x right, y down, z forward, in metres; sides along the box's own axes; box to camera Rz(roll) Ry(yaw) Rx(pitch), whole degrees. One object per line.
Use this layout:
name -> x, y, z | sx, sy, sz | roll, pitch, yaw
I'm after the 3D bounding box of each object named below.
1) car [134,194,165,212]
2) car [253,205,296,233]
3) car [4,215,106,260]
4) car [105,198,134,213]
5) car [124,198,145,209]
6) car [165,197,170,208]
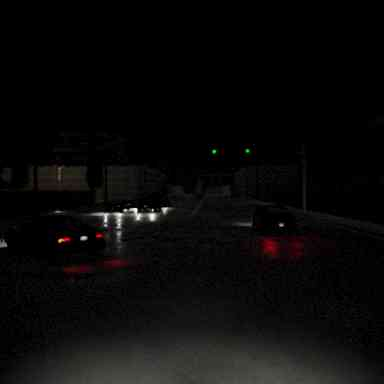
car -> -4.913, 1.206, 39.051 | 2.150, 2.045, 5.566 | 0, 0, 3
car -> 4.719, 1.493, 19.419 | 1.812, 1.442, 4.674 | 0, 0, 3
car -> -5.400, 1.592, 12.745 | 5.357, 1.411, 2.033 | 0, 0, 44
car -> -8.461, 1.539, 38.214 | 1.812, 1.442, 4.674 | 0, 0, 3
car -> -8.008, 1.550, 46.954 | 1.994, 1.385, 4.181 | 0, 0, 4
car -> -4.402, 1.432, 48.818 | 1.882, 1.535, 5.008 | 0, 0, 3
